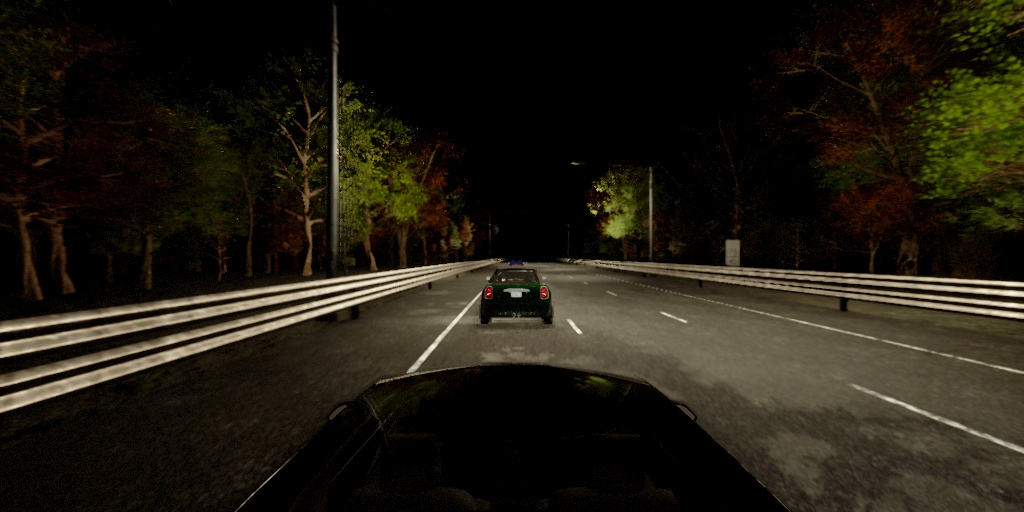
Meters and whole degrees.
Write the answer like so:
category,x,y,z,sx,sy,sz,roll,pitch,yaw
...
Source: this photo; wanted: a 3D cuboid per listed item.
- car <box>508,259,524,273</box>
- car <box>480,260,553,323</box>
category,x,y,z,sx,sy,sz,roll,pitch,yaw
car,0.544,1.223,44.609,1.882,1.535,5.008,0,0,1
car,0.135,1.101,12.189,2.097,1.767,4.553,0,0,0
